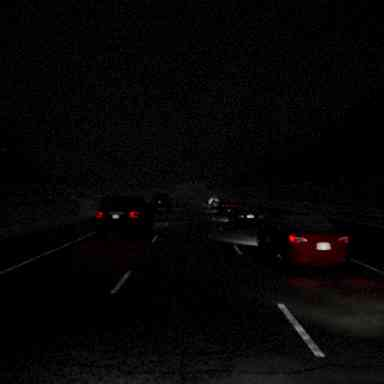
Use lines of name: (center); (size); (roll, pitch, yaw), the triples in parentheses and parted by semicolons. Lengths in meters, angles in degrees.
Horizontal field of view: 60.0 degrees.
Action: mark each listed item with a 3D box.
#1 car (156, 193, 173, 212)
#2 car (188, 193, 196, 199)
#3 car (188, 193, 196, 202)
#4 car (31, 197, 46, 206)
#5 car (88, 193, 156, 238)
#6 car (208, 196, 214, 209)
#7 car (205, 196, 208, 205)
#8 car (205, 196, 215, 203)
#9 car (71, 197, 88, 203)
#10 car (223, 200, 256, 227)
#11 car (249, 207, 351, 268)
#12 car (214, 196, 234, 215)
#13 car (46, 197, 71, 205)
car: (-3.386, 1.149, 37.396); (2.150, 2.045, 5.566); (0, 0, 0)
car: (0.032, 1.122, 92.501); (2.097, 1.767, 4.553); (0, 0, 0)
car: (0.027, 1.420, 75.790); (2.128, 1.511, 4.902); (0, 0, 0)
car: (-21.049, 1.462, 47.886); (2.033, 1.411, 5.357); (0, 0, 0)
car: (-3.393, 1.184, 17.480); (2.150, 2.045, 5.566); (0, 0, 0)
car: (3.516, 1.519, 44.197); (1.895, 1.301, 4.718); (0, 0, 0)
car: (3.520, 1.433, 55.169); (1.812, 1.442, 4.674); (0, 0, 0)
car: (3.524, 1.505, 66.202); (1.895, 1.301, 4.718); (0, 0, 0)
car: (-14.069, 1.395, 44.690); (1.882, 1.535, 5.008); (0, 0, 0)
car: (3.508, 1.501, 22.163); (2.033, 1.411, 5.357); (0, 0, 0)
car: (3.504, 1.479, 11.191); (2.163, 1.488, 4.792); (0, 0, 0)
car: (3.512, 1.439, 33.165); (1.837, 1.490, 4.892); (0, 0, 0)
car: (-17.563, 1.482, 45.109); (1.994, 1.385, 4.181); (0, 0, 0)
